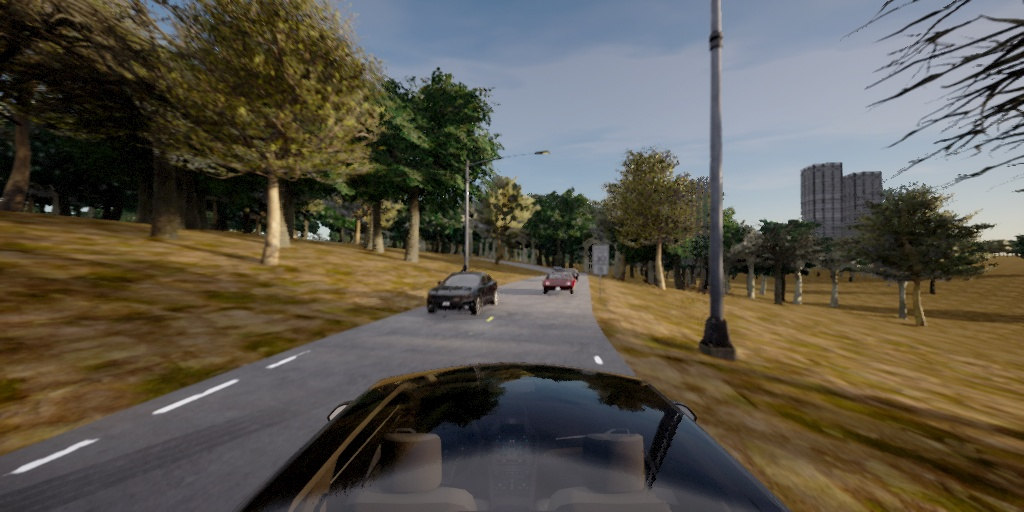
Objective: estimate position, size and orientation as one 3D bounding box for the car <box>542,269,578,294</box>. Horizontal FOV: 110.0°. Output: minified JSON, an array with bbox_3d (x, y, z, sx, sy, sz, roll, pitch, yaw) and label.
[{"bbox_3d":[3.149,1.700,23.449,1.895,1.301,4.718,0,-1,11],"label":"car"}]

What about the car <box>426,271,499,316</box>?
[{"bbox_3d":[-1.828,1.386,14.584,1.882,1.535,5.008,0,-1,9],"label":"car"}]

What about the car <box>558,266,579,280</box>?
[{"bbox_3d":[6.325,2.012,39.025,1.895,1.301,4.718,0,-1,12],"label":"car"}]

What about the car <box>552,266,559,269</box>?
[{"bbox_3d":[7.770,2.425,61.386,2.033,1.411,5.357,0,-1,12],"label":"car"}]
